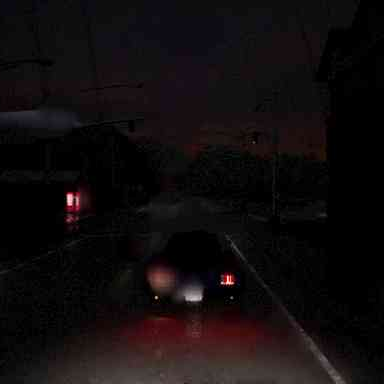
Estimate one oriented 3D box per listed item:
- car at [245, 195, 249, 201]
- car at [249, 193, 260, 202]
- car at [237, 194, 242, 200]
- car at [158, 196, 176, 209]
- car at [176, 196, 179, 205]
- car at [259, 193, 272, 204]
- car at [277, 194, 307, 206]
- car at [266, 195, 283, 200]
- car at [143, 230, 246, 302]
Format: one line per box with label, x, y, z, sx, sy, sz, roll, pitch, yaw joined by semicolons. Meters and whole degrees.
car;13.747;1.113;70.317;4.605;1.855;1.932;0;0;0
car;14.160;1.092;67.411;3.866;1.878;1.905;0;0;0
car;13.881;1.389;88.901;3.633;1.501;1.845;0;0;0
car;-3.596;1.505;46.505;1.837;1.490;4.892;0;0;0
car;-3.588;1.505;56.122;1.837;1.490;4.892;0;0;0
car;14.162;1.169;54.617;5.027;1.636;2.152;0;0;0
car;14.486;1.248;48.200;3.806;1.475;1.970;0;0;0
car;21.302;1.399;85.922;3.806;1.475;1.970;0;0;0
car;0.057;1.601;8.225;1.895;1.301;4.718;0;0;1
